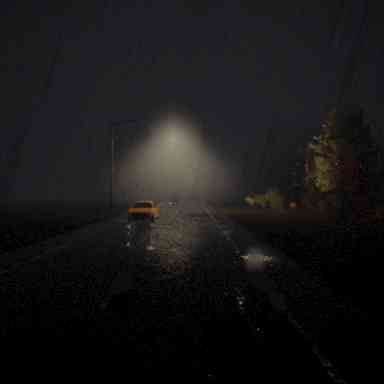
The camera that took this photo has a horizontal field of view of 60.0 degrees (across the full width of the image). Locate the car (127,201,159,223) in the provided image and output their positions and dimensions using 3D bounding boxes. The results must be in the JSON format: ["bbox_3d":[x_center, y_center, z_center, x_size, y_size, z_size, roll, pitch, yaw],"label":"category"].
[{"bbox_3d":[-3.600,1.419,25.183,1.882,1.535,5.008,0,0,0],"label":"car"}]

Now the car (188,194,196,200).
[{"bbox_3d":[-0.002,1.165,83.974,1.882,1.535,5.008,0,0,0],"label":"car"}]

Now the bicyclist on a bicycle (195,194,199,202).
[{"bbox_3d":[0.960,1.279,68.473,0.866,1.612,1.509,0,0,0],"label":"bicyclist on a bicycle"}]

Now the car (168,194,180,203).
[{"bbox_3d":[-3.515,1.199,66.280,2.097,1.767,4.553,0,0,0],"label":"car"}]

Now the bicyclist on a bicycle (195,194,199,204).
[{"bbox_3d":[0.961,1.317,58.823,0.582,1.620,1.656,0,0,0],"label":"bicyclist on a bicycle"}]
